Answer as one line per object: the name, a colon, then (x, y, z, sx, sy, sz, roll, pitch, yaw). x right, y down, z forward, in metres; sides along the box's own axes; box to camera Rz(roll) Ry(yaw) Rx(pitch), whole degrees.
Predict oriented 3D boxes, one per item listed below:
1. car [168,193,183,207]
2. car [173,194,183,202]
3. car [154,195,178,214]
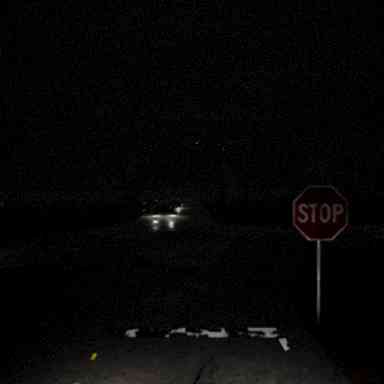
car: (-2.826, 1.185, 50.584, 2.150, 2.045, 5.566, 0, 0, -1)
car: (-2.722, 1.174, 66.003, 1.812, 1.442, 4.674, 0, 0, 0)
car: (-2.831, 1.440, 34.677, 1.882, 1.535, 5.008, 0, 0, 0)
